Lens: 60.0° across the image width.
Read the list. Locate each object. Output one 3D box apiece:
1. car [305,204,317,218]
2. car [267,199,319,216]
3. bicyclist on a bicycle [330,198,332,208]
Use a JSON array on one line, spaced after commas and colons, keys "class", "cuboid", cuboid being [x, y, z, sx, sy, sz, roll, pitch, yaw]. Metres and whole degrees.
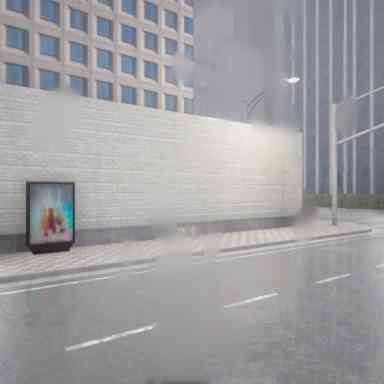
[{"class": "car", "cuboid": [9.065, 1.533, 30.770, 1.882, 1.535, 5.008, 0, 0, -36]}, {"class": "car", "cuboid": [10.446, 1.547, 34.856, 2.128, 1.511, 4.902, 0, 0, -36]}, {"class": "bicyclist on a bicycle", "cuboid": [18.668, 1.356, 43.951, 1.656, 1.620, 0.582, 0, 0, -36]}]
